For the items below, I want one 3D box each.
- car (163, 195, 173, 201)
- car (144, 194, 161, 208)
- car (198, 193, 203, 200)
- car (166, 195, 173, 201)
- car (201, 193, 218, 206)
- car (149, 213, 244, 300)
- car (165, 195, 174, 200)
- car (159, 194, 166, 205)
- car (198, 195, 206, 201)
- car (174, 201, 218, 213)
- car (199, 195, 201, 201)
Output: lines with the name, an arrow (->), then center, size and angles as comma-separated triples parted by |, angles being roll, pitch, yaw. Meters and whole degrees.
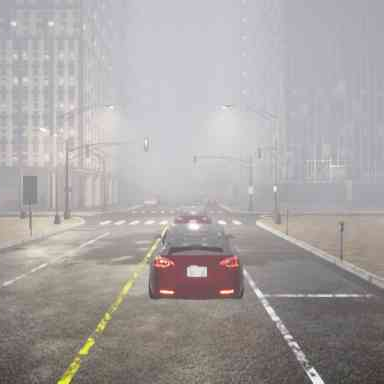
car -> -5.915, 1.398, 82.209 | 2.008, 1.369, 4.403 | 0, 0, 0
car -> -5.950, 1.468, 47.984 | 1.752, 1.417, 4.829 | 0, 0, 0
car -> 2.498, 1.197, 70.877 | 2.192, 1.841, 5.009 | 0, 0, 0
car -> -5.900, 1.410, 76.534 | 1.887, 1.381, 4.507 | 0, 0, 0
car -> 2.689, 1.382, 48.177 | 1.967, 1.590, 4.097 | 0, 0, 0
car -> 0.075, 1.499, 8.416 | 2.163, 1.488, 4.792 | 0, 0, 0
car -> -5.931, 1.378, 87.884 | 2.008, 1.369, 4.403 | 0, 0, 0
car -> -5.936, 1.244, 53.832 | 2.192, 1.841, 5.009 | 0, 0, 0
car -> 2.465, 1.392, 82.226 | 1.887, 1.381, 4.507 | 0, 0, 0
car -> 0.040, 1.490, 18.411 | 2.163, 1.488, 4.792 | 0, 0, 0
car -> 2.643, 1.480, 53.855 | 2.008, 1.369, 4.403 | 0, 0, 0
